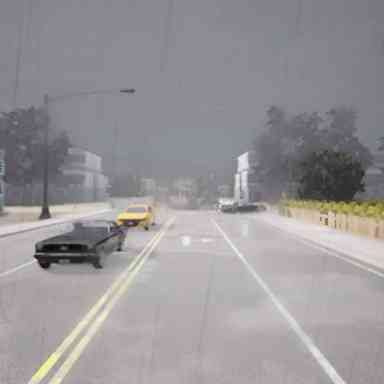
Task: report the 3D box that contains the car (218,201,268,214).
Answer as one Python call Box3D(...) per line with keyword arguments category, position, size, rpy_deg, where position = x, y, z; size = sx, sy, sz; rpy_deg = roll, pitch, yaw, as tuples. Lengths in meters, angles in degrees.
Box3D(category="car", position=(6.135, 1.791, 39.226), size=(5.357, 1.411, 2.033), rpy_deg=(-2, 0, -7))

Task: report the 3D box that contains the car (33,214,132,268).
Box3D(category="car", position=(-3.598, 1.661, 11.591), size=(1.895, 1.301, 4.718), rpy_deg=(0, 0, 0))

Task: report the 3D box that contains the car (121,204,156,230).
Box3D(category="car", position=(-3.567, 1.592, 22.088), size=(1.882, 1.535, 5.008), rpy_deg=(0, 0, 1))
